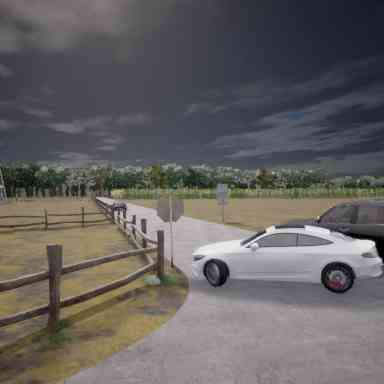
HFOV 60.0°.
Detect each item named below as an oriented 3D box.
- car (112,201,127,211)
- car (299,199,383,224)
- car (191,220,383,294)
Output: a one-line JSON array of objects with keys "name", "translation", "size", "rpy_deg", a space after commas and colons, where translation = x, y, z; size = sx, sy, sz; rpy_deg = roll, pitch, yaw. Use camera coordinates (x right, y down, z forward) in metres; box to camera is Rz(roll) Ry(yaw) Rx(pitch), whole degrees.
[{"name": "car", "translation": [-10.823, 1.981, 49.471], "size": [2.033, 1.411, 5.357], "rpy_deg": [-2, 0, -18]}, {"name": "car", "translation": [5.103, 1.226, 9.809], "size": [2.150, 2.045, 5.566], "rpy_deg": [-2, 0, -40]}, {"name": "car", "translation": [2.299, 1.612, 8.707], "size": [4.674, 1.442, 1.812], "rpy_deg": [-2, 0, 16]}]
